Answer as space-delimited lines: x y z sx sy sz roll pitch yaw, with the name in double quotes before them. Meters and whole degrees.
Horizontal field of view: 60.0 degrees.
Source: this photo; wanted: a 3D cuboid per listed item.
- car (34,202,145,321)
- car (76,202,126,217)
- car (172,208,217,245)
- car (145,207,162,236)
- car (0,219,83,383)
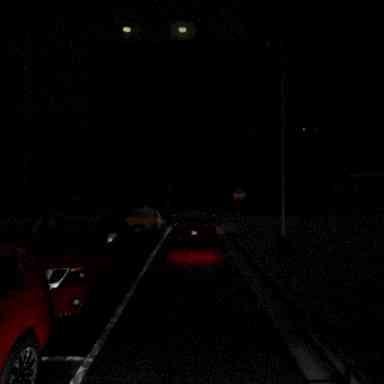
"car" -2.613 1.309 7.500 2.192 1.841 5.009 1 0 0
"car" -8.715 1.676 31.918 4.181 1.385 1.994 -1 -1 8
"car" 0.096 1.465 15.597 1.882 1.535 5.008 0 0 0
"car" -2.615 1.511 18.395 1.752 1.417 4.829 1 0 0
"car" -2.614 1.313 1.968 2.192 1.841 5.009 1 0 0
